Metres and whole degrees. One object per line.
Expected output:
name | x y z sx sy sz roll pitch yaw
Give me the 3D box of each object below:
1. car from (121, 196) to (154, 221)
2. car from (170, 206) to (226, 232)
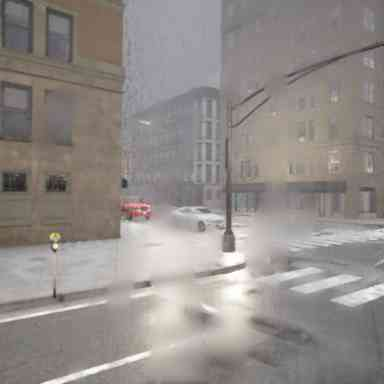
car | -5.482 1.385 29.666 2.150 2.045 5.566 1 -1 -36
car | 0.324 1.677 21.621 1.812 1.442 4.674 1 -1 -37
